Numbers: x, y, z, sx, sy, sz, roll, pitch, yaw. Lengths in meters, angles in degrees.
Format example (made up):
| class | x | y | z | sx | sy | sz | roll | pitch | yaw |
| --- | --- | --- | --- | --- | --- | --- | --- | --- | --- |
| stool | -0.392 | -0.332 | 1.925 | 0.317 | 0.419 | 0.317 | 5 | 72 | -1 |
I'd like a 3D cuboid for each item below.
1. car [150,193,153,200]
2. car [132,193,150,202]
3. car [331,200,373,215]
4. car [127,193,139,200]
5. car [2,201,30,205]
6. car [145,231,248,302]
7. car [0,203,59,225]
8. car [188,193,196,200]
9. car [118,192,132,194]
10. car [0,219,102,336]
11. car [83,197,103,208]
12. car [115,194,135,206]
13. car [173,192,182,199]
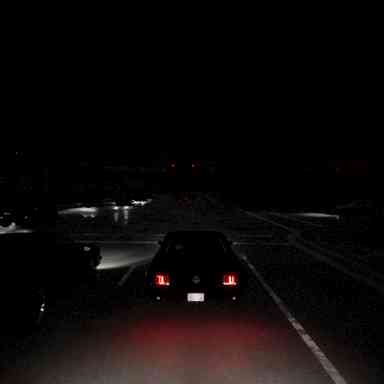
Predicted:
| class | x | y | z | sx | sy | sz | roll | pitch | yaw |
| --- | --- | --- | --- | --- | --- | --- | --- | --- | --- |
| car | -10.488 | 1.042 | 79.829 | 2.033 | 1.411 | 5.357 | 0 | 1 | 0 |
| car | -10.491 | 1.268 | 68.348 | 1.994 | 1.385 | 4.181 | 0 | 1 | 0 |
| car | 16.161 | 1.526 | 32.830 | 4.674 | 1.442 | 1.812 | 0 | 0 | -2 |
| car | -13.988 | 0.999 | 78.839 | 1.882 | 1.535 | 5.008 | 0 | 1 | 0 |
| car | -14.097 | 1.505 | 26.436 | 1.837 | 1.490 | 4.892 | 0 | 0 | 0 |
| car | 0.084 | 1.601 | 8.193 | 1.895 | 1.301 | 4.718 | 0 | 0 | 0 |
| car | -10.598 | 1.601 | 21.942 | 1.895 | 1.301 | 4.718 | 0 | 0 | 0 |
| car | 0.014 | 1.081 | 77.010 | 2.128 | 1.511 | 4.902 | 0 | 1 | 0 |
| car | -13.992 | 0.935 | 67.829 | 2.150 | 2.045 | 5.566 | 0 | 1 | 0 |
| car | -3.419 | 1.547 | 6.812 | 2.033 | 1.411 | 5.357 | 0 | 0 | 0 |
| car | -14.090 | 1.429 | 47.644 | 2.128 | 1.511 | 4.902 | 0 | 0 | 0 |
| car | -10.567 | 1.415 | 51.331 | 1.837 | 1.490 | 4.892 | 0 | 0 | 0 |
| car | -3.487 | 0.844 | 80.502 | 2.097 | 1.767 | 4.553 | 0 | 1 | 0 |
